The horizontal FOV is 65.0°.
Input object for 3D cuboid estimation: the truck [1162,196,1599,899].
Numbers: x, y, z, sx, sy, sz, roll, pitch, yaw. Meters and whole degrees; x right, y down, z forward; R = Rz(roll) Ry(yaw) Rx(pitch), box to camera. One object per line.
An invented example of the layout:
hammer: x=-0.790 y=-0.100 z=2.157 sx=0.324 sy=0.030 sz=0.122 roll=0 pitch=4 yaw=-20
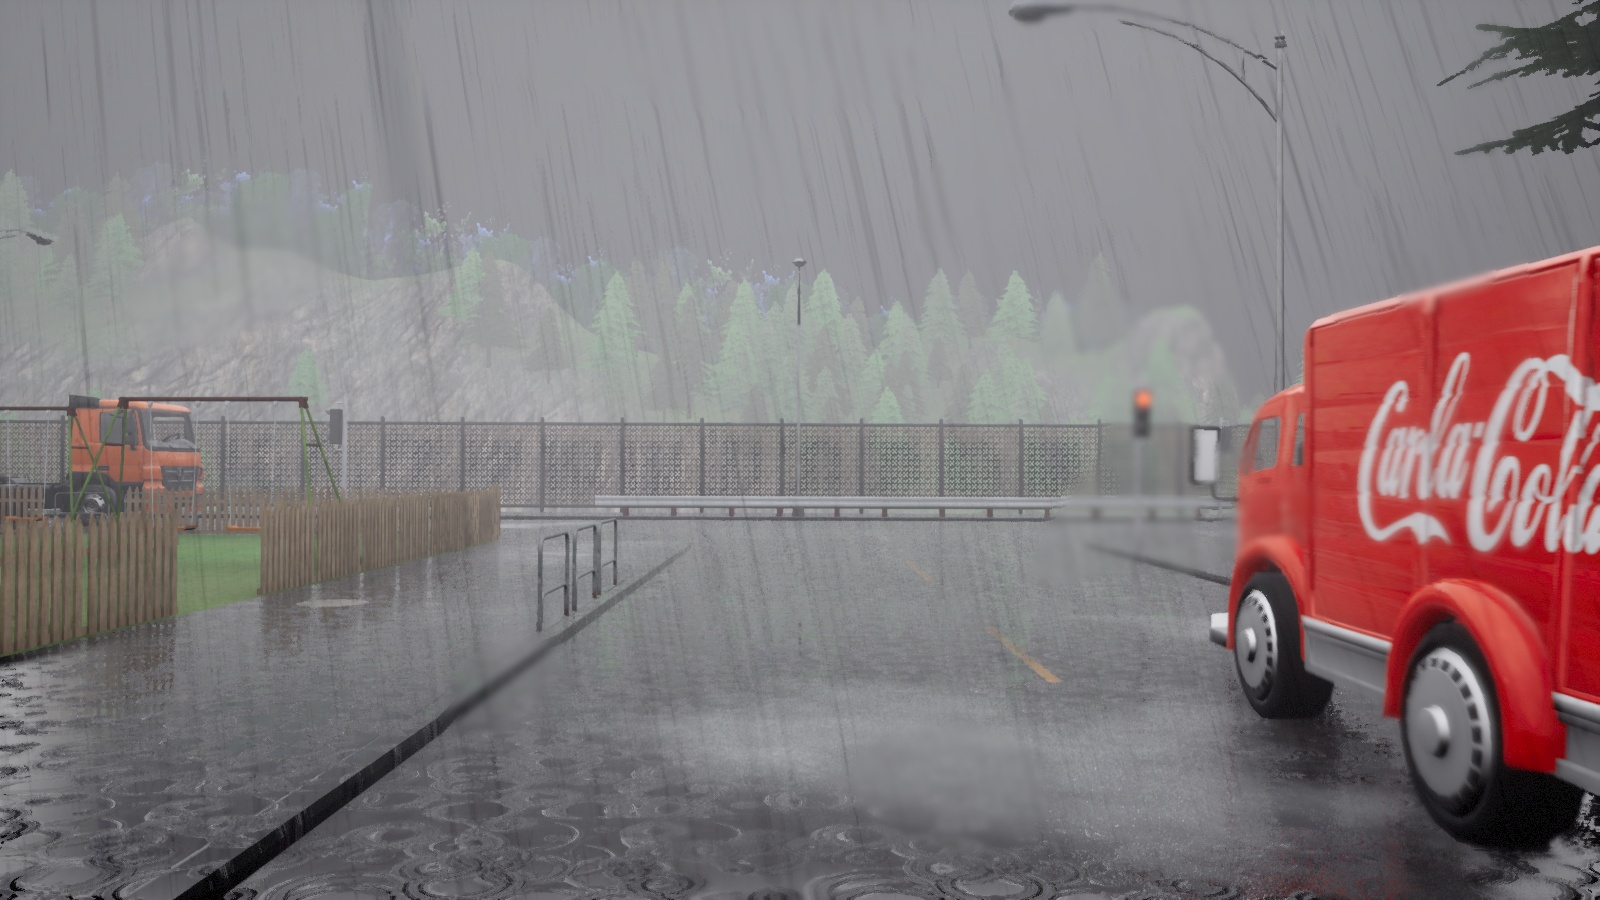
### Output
truck: x=3.980 y=0.422 z=6.588 sx=2.627 sy=2.467 sz=5.204 roll=0 pitch=-1 yaw=0

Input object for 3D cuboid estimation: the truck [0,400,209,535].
truck: x=-20.482 y=0.478 z=33.609 sx=7.936 sy=3.462 sz=2.891 roll=0 pitch=-1 yaw=0
